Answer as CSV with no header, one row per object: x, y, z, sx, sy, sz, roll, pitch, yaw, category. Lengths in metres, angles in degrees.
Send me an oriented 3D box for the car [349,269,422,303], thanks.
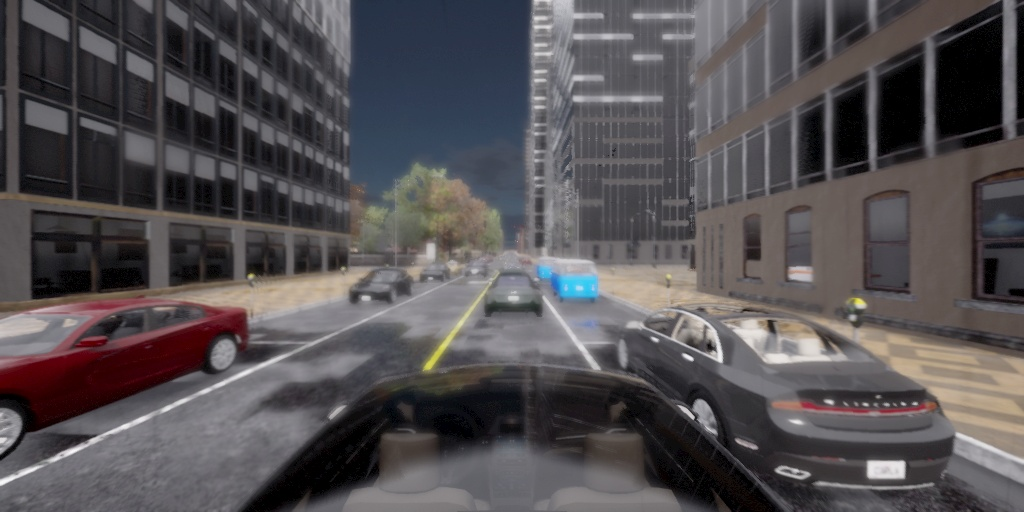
-5.689,1.265,16.166,1.948,1.339,4.313,0,0,0,car

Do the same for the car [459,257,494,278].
-3.069,1.104,32.077,2.128,1.511,4.902,0,0,0,car

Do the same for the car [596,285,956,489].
2.691,1.293,4.761,2.007,1.370,4.403,0,0,0,car

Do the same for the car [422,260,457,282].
-5.769,1.203,27.564,1.948,1.339,4.313,0,0,0,car

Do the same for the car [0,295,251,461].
-5.690,1.287,4.761,1.888,1.381,4.507,0,0,0,car

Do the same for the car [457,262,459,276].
-5.817,1.121,34.798,1.751,1.417,4.829,0,0,0,car

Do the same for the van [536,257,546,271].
2.774,0.978,27.565,1.690,1.789,3.998,0,0,0,van

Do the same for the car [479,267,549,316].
0.068,1.276,13.139,1.994,1.385,4.181,0,0,1,car

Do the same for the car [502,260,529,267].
0.065,1.240,27.266,1.895,1.301,4.718,0,0,0,car

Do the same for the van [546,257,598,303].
2.692,1.040,16.168,1.690,1.789,3.998,0,0,0,van
